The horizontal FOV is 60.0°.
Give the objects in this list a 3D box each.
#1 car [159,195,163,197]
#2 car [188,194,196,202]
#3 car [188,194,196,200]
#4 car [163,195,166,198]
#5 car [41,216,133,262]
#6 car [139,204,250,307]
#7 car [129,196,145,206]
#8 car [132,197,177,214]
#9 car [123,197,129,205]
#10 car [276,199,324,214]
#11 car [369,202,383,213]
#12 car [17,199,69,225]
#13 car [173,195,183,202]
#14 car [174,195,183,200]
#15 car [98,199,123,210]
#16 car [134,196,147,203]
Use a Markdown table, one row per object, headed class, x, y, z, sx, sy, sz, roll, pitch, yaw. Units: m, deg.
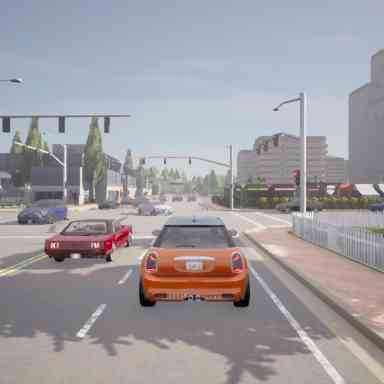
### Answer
| class | x | y | z | sx | sy | sz | roll | pitch | yaw |
| --- | --- | --- | --- | --- | --- | --- | --- | --- | --- |
| car | -7.082 | 1.601 | 63.081 | 1.895 | 1.301 | 4.718 | 0 | 0 | 0 |
| car | -0.037 | 1.531 | 77.479 | 2.033 | 1.411 | 5.357 | 0 | 0 | 0 |
| car | -0.041 | 1.398 | 87.754 | 2.128 | 1.511 | 4.902 | 0 | 0 | 0 |
| car | -7.037 | 1.522 | 77.704 | 2.128 | 1.511 | 4.902 | 0 | 0 | 0 |
| car | -3.422 | 1.601 | 12.037 | 1.895 | 1.301 | 4.718 | 0 | 0 | 0 |
| car | 0.060 | 1.352 | 8.143 | 2.097 | 1.767 | 4.553 | 0 | 0 | 0 |
| car | -7.115 | 1.505 | 46.530 | 1.837 | 1.490 | 4.892 | 0 | 0 | 0 |
| car | -3.722 | 1.526 | 32.449 | 1.812 | 1.442 | 4.674 | -1 | 0 | -36 |
| car | -10.611 | 1.564 | 55.482 | 1.994 | 1.385 | 4.181 | 0 | 0 | 0 |
| car | 11.255 | 1.492 | 34.804 | 4.902 | 1.511 | 2.128 | 0 | 0 | -1 |
| car | 21.364 | 1.478 | 35.058 | 5.008 | 1.535 | 1.882 | 0 | 0 | -2 |
| car | -10.611 | 1.352 | 24.023 | 2.097 | 1.767 | 4.553 | 0 | 0 | 0 |
| car | -3.537 | 1.513 | 77.796 | 1.812 | 1.442 | 4.674 | 0 | 0 | 0 |
| car | -3.541 | 1.425 | 87.751 | 1.994 | 1.385 | 4.181 | 0 | 0 | 0 |
| car | -10.614 | 1.564 | 42.645 | 1.994 | 1.385 | 4.181 | 0 | 0 | 1 |
| car | -10.538 | 1.506 | 68.067 | 1.837 | 1.490 | 4.892 | 0 | 0 | 0 |
